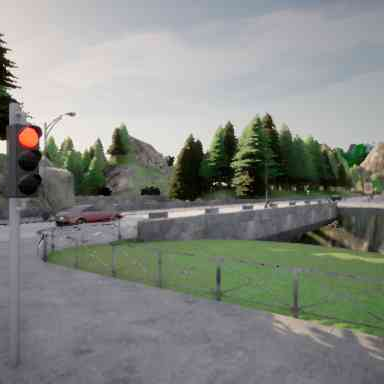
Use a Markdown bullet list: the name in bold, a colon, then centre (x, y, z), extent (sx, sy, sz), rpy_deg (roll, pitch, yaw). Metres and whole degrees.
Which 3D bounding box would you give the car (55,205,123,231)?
- **car**: centre (-6.364, 1.495, 20.867), extent (1.994, 1.385, 4.181), rpy_deg (0, 0, 36)

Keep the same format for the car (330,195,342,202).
- **car**: centre (32.969, 1.436, 75.990), extent (1.837, 1.490, 4.892), rpy_deg (0, 0, 36)
